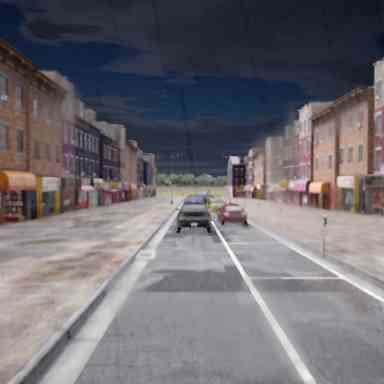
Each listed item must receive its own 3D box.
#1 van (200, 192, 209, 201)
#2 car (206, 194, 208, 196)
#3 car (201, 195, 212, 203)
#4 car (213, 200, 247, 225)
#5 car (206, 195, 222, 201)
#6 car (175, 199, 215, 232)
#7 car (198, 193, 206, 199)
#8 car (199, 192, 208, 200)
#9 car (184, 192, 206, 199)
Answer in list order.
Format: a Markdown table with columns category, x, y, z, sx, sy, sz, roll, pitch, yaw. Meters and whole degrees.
| category | x | y | z | sx | sy | sz | roll | pitch | yaw |
| --- | --- | --- | --- | --- | --- | --- | --- | --- | --- |
| van | 2.649 | 0.873 | 72.035 | 1.690 | 1.788 | 3.998 | -1 | 0 | 0 |
| car | 2.639 | 1.294 | 38.842 | 2.008 | 1.369 | 4.403 | -1 | 0 | 0 |
| car | 2.650 | 1.184 | 60.972 | 1.802 | 1.307 | 4.206 | -1 | 0 | 0 |
| car | 2.632 | 1.434 | 22.245 | 1.802 | 1.307 | 4.206 | -1 | 0 | 0 |
| car | 2.636 | 1.303 | 33.480 | 1.752 | 1.417 | 4.829 | -1 | 0 | 0 |
| car | 0.108 | 1.377 | 19.244 | 1.837 | 1.490 | 4.892 | 0 | 0 | 0 |
| car | 2.662 | 0.993 | 88.634 | 1.947 | 1.339 | 4.313 | -1 | 0 | 0 |
| car | 2.654 | 0.937 | 77.568 | 1.967 | 1.590 | 4.097 | -1 | 0 | 0 |
| car | 0.117 | 1.106 | 37.085 | 2.097 | 1.767 | 4.553 | 0 | 0 | 0 |
